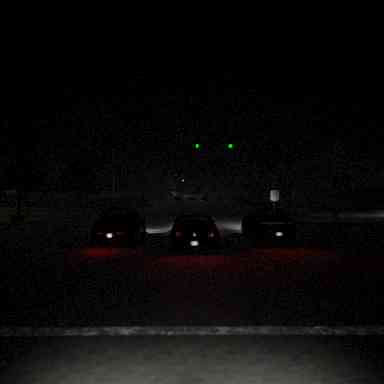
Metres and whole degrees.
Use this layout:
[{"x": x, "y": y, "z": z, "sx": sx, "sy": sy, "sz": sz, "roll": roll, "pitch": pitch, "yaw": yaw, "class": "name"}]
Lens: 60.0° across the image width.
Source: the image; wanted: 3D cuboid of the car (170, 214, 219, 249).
[{"x": 0.101, "y": 1.624, "z": 14.662, "sx": 1.895, "sy": 1.301, "sz": 4.718, "roll": 0, "pitch": 0, "yaw": 0, "class": "car"}]

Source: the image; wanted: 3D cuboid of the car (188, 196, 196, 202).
[{"x": 0.005, "y": 1.646, "z": 82.267, "sx": 2.128, "sy": 1.511, "sz": 4.902, "roll": 0, "pitch": 0, "yaw": 0, "class": "car"}]

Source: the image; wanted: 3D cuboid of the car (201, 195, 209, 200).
[{"x": 3.506, "y": 1.610, "z": 92.686, "sx": 1.994, "sy": 1.385, "sz": 4.181, "roll": 0, "pitch": 0, "yaw": 0, "class": "car"}]

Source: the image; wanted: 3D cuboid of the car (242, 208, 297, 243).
[{"x": 3.601, "y": 1.518, "z": 16.155, "sx": 2.128, "sy": 1.511, "sz": 4.902, "roll": 0, "pitch": 0, "yaw": 0, "class": "car"}]

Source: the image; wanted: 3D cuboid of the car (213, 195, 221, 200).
[{"x": 7.006, "y": 1.535, "z": 92.686, "sx": 1.882, "sy": 1.535, "sz": 5.008, "roll": 0, "pitch": 0, "yaw": 0, "class": "car"}]

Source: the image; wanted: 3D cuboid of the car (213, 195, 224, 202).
[{"x": 7.005, "y": 1.649, "z": 82.683, "sx": 1.812, "sy": 1.442, "sz": 4.674, "roll": 0, "pitch": 0, "yaw": 0, "class": "car"}]

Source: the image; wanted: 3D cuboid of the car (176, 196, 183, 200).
[{"x": -3.494, "y": 1.652, "z": 92.716, "sx": 1.895, "sy": 1.301, "sz": 4.718, "roll": 0, "pitch": 0, "yaw": 0, "class": "car"}]

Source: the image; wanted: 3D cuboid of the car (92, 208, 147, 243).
[{"x": -3.400, "y": 1.531, "z": 16.131, "sx": 1.837, "sy": 1.490, "sz": 4.892, "roll": 0, "pitch": 0, "yaw": 0, "class": "car"}]

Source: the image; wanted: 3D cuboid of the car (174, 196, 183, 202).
[{"x": -3.495, "y": 1.661, "z": 82.267, "sx": 2.033, "sy": 1.411, "sz": 5.357, "roll": 0, "pitch": 0, "yaw": 0, "class": "car"}]

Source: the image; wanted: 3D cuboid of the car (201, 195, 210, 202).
[{"x": 3.505, "y": 1.661, "z": 82.266, "sx": 2.033, "sy": 1.411, "sz": 5.357, "roll": 0, "pitch": 0, "yaw": 0, "class": "car"}]
